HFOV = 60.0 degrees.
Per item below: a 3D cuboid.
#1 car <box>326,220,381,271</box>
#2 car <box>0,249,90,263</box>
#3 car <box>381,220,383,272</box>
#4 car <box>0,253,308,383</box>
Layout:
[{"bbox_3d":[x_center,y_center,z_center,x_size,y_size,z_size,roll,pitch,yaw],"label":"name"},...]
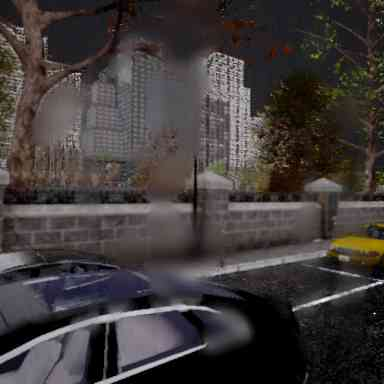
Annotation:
[{"bbox_3d":[6.408,1.640,11.126,4.829,1.417,1.752,1,0,-35],"label":"car"},{"bbox_3d":[-2.622,1.570,4.686,4.313,1.339,1.947,1,0,-35],"label":"car"},{"bbox_3d":[7.427,1.329,8.662,5.566,2.045,2.150,1,0,-36],"label":"car"},{"bbox_3d":[-1.154,1.496,2.555,4.902,1.511,2.128,1,0,-35],"label":"car"}]
